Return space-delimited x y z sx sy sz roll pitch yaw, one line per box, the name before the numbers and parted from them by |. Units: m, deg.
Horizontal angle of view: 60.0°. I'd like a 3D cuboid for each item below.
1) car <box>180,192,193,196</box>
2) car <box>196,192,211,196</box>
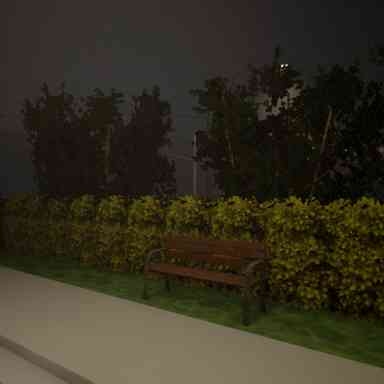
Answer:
car | -0.500 0.769 67.164 1.882 1.535 5.008 0 1 35
car | 3.254 0.741 66.446 1.882 1.535 5.008 0 1 35
